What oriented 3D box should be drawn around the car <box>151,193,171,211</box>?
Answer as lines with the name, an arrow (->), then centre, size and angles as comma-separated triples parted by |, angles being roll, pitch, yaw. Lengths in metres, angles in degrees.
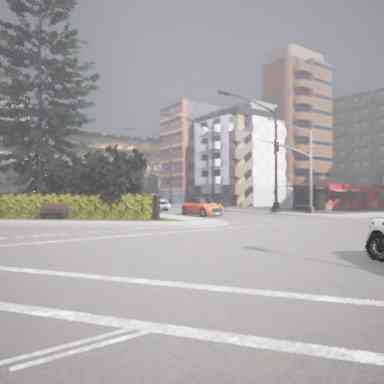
car -> -4.659, 1.169, 38.905 | 2.150, 2.045, 5.566 | 0, 0, -35

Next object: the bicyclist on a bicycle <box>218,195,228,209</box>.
bicyclist on a bicycle -> 3.695, 1.220, 40.005 | 1.656, 1.620, 0.582 | 0, 0, -35

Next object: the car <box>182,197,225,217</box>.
car -> 0.971, 1.303, 30.869 | 2.097, 1.767, 4.553 | 0, 0, -35

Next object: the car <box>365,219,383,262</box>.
car -> 7.114, 1.214, 8.975 | 2.150, 2.045, 5.566 | 2, 0, -3
